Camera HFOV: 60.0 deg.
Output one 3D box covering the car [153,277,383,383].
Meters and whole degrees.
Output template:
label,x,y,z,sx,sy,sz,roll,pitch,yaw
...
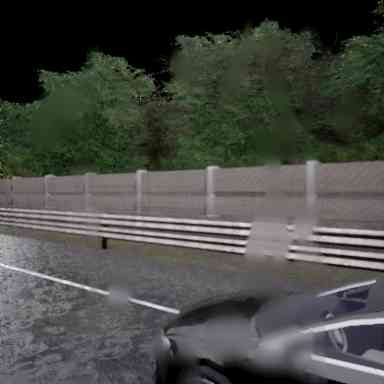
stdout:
label,x,y,z,sx,sy,sz,roll,pitch,yaw
car,1.852,1.493,2.682,4.902,1.511,2.128,0,0,36
